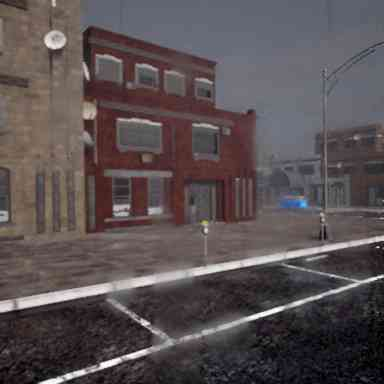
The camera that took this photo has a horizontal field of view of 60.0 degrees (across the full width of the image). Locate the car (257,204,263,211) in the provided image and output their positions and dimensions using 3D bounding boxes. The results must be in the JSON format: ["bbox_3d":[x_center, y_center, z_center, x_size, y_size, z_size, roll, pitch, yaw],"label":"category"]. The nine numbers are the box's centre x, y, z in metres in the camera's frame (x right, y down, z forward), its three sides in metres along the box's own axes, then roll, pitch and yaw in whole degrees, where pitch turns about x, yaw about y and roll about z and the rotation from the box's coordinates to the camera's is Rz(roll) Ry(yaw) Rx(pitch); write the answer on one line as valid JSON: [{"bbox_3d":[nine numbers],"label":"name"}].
[{"bbox_3d":[7.469,1.903,47.092,2.033,1.411,5.357,-1,0,-37],"label":"car"}]

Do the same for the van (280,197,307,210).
[{"bbox_3d":[14.403,1.570,47.428,1.690,1.788,3.998,-2,0,-37],"label":"van"}]
